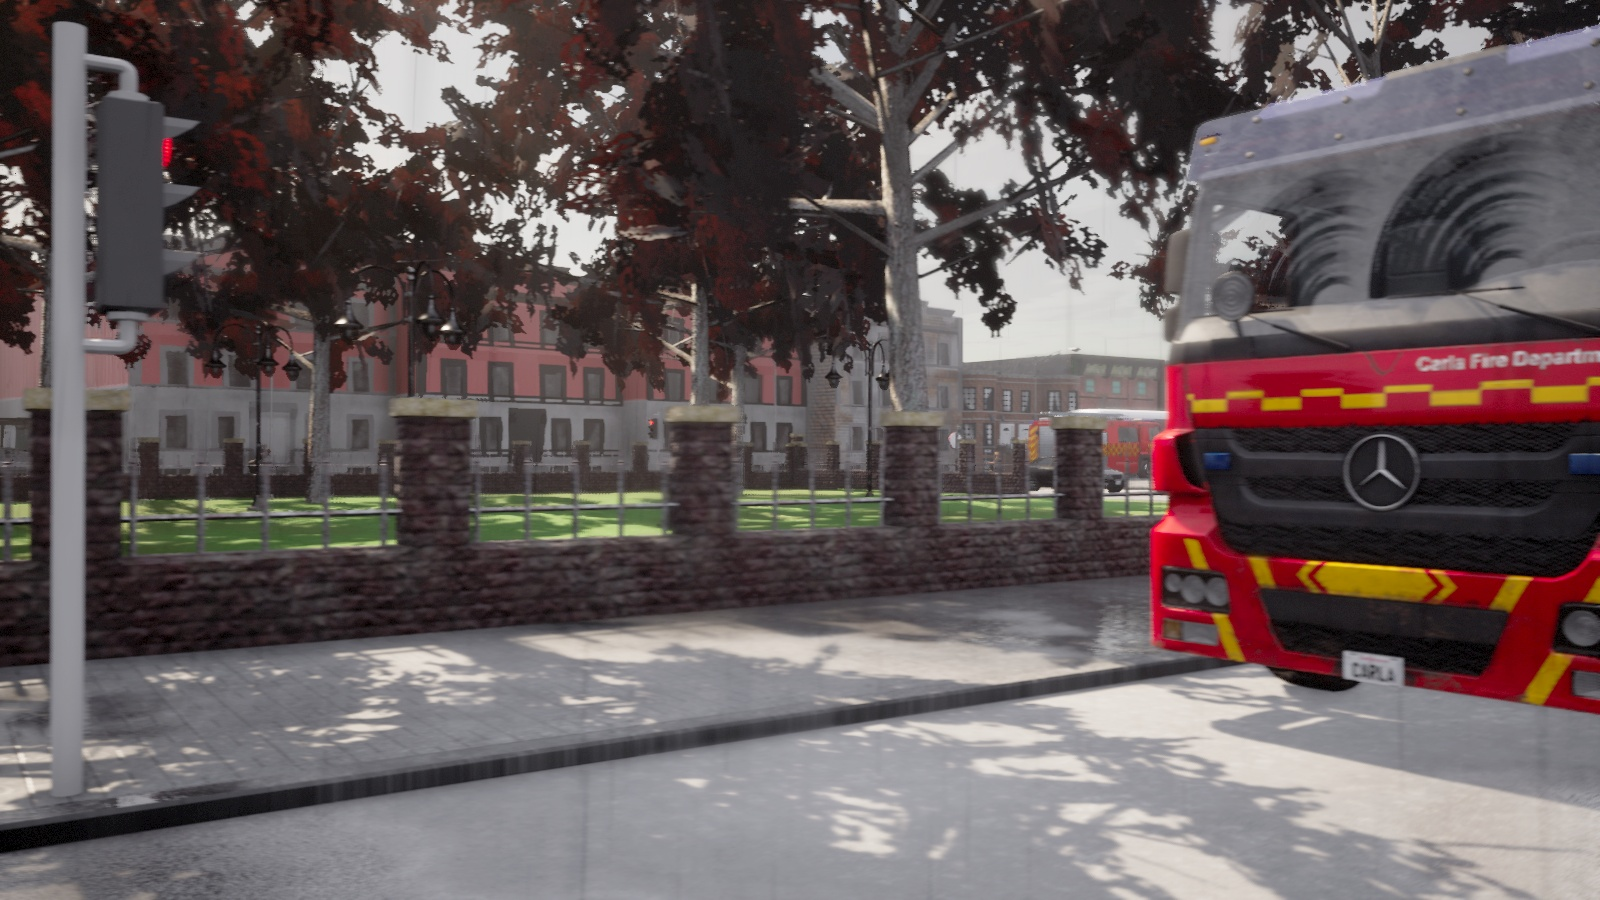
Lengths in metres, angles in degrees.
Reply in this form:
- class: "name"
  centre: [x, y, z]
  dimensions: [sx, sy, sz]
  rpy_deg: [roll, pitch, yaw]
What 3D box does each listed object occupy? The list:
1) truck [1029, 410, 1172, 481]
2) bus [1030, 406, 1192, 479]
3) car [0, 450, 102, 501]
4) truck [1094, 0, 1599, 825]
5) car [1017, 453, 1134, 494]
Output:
- class: "truck"
  centre: [17.173, -0.257, 71.505]
  dimensions: [8.468, 3.827, 2.891]
  rpy_deg: [0, 0, -34]
- class: "bus"
  centre: [19.371, -0.456, 77.834]
  dimensions: [10.273, 4.253, 3.944]
  rpy_deg: [0, 0, -35]
- class: "car"
  centre: [-25.905, 0.832, 41.428]
  dimensions: [4.856, 1.649, 2.033]
  rpy_deg: [0, 0, -35]
- class: "truck"
  centre: [5.874, -0.407, 8.491]
  dimensions: [8.468, 3.827, 2.891]
  rpy_deg: [0, 0, -38]
- class: "car"
  centre: [10.447, 0.869, 47.851]
  dimensions: [1.816, 1.474, 4.193]
  rpy_deg: [0, 0, -37]
